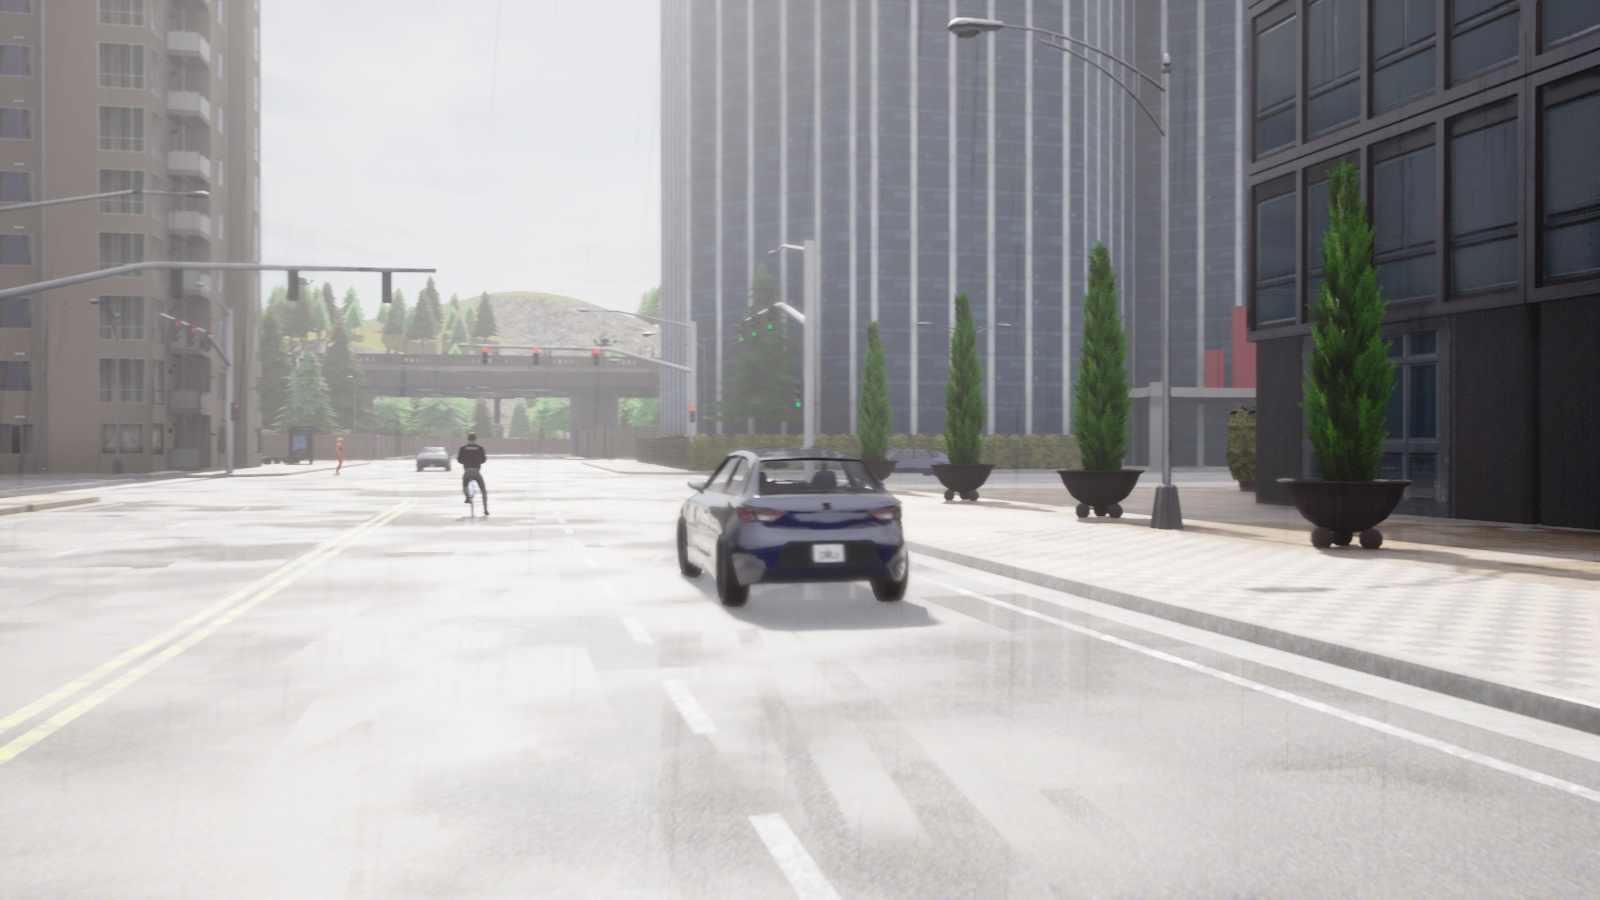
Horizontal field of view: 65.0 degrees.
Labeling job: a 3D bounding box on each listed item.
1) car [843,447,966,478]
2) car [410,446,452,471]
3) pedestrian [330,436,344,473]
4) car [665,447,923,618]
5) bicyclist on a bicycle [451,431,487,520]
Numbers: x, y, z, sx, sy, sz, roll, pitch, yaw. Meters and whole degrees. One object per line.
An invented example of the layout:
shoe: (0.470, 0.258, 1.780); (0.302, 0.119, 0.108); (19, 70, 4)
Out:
car: (4.865, 0.559, 58.792); (5.357, 1.411, 2.033); (0, 0, -14)
car: (-21.277, 0.472, 72.567); (2.033, 1.411, 5.357); (0, 0, -13)
pedestrian: (-23.069, 0.232, 62.544); (0.594, 1.836, 0.345); (0, 0, -6)
car: (-0.253, 0.706, 13.128); (1.816, 1.474, 4.193); (0, 0, -13)
bicyclist on a bicycle: (-6.833, 0.503, 25.956); (0.659, 1.776, 1.843); (0, 0, -13)
